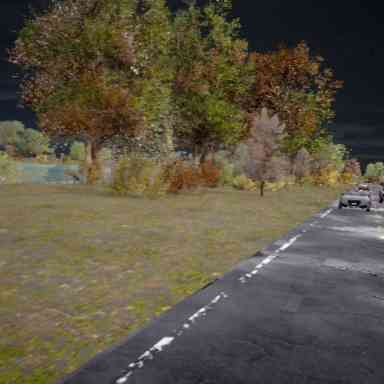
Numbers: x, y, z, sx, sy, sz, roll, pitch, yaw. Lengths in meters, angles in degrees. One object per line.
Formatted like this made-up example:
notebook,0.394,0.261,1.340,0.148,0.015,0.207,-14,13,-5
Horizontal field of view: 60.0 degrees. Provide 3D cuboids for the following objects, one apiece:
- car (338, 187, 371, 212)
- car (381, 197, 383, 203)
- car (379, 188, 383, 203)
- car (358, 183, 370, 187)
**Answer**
car,11.934,0.557,24.293,1.994,1.385,4.181,5,4,28
car,12.928,0.806,20.145,2.128,1.511,4.902,5,4,28
car,19.616,0.190,32.688,2.097,1.767,4.553,5,4,28
car,31.855,-0.945,61.727,1.882,1.535,5.008,5,4,28
